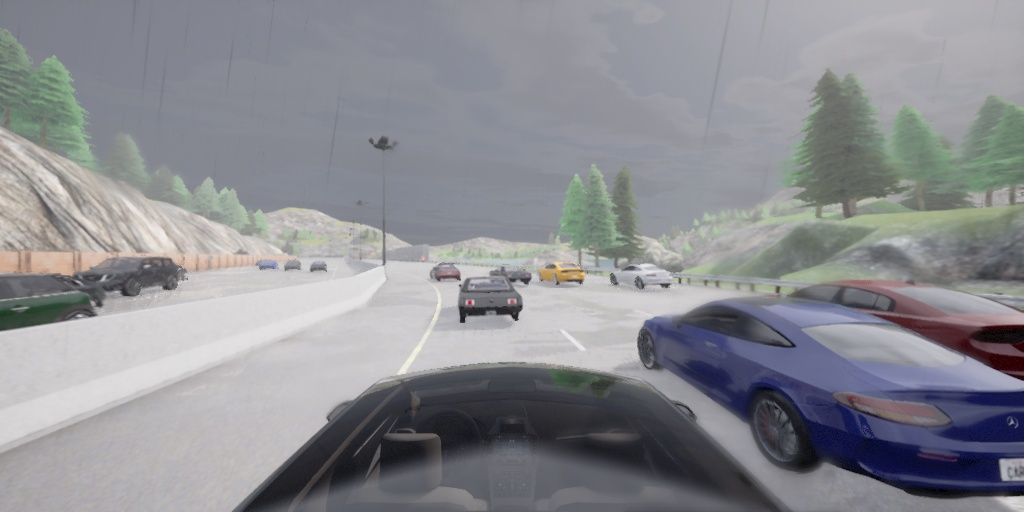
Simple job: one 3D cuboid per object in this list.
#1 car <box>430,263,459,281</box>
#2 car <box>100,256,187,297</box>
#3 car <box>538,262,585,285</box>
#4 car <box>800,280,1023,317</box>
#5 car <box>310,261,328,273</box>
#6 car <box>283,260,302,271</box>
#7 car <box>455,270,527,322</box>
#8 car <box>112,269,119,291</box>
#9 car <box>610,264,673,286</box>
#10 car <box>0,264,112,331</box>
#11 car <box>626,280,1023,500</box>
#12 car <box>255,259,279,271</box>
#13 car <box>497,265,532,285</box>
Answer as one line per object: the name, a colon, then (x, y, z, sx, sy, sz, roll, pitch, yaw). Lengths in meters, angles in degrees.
car: (-5.588, 1.290, 29.729, 1.994, 1.385, 4.181, 0, 0, -21)
car: (-20.561, 1.044, 19.373, 2.150, 2.045, 5.566, 0, 0, -18)
car: (3.347, 1.166, 25.257, 1.882, 1.535, 5.008, 0, 0, -15)
car: (6.657, 1.184, 6.858, 1.882, 1.535, 5.008, 0, 0, -3)
car: (-24.472, 1.339, 45.521, 2.033, 1.411, 5.357, 0, 0, -25)
car: (-30.464, 1.317, 49.968, 1.837, 1.490, 4.892, 0, 1, -25)
car: (-0.901, 1.335, 12.391, 1.895, 1.301, 4.718, 0, 0, -8)
car: (-14.979, 1.314, 10.553, 1.837, 1.490, 4.892, 0, 0, -9)
car: (7.825, 1.198, 21.979, 1.812, 1.442, 4.674, 0, 0, -14)
car: (-11.037, 1.149, 6.731, 2.097, 1.767, 4.553, 0, 0, -6)
car: (3.292, 1.253, 4.693, 1.812, 1.442, 4.674, 0, 0, -3)
car: (-35.427, 1.313, 52.276, 1.882, 1.535, 5.008, 0, 0, -25)
car: (-0.223, 1.308, 25.146, 1.895, 1.301, 4.718, 0, 0, -17)
